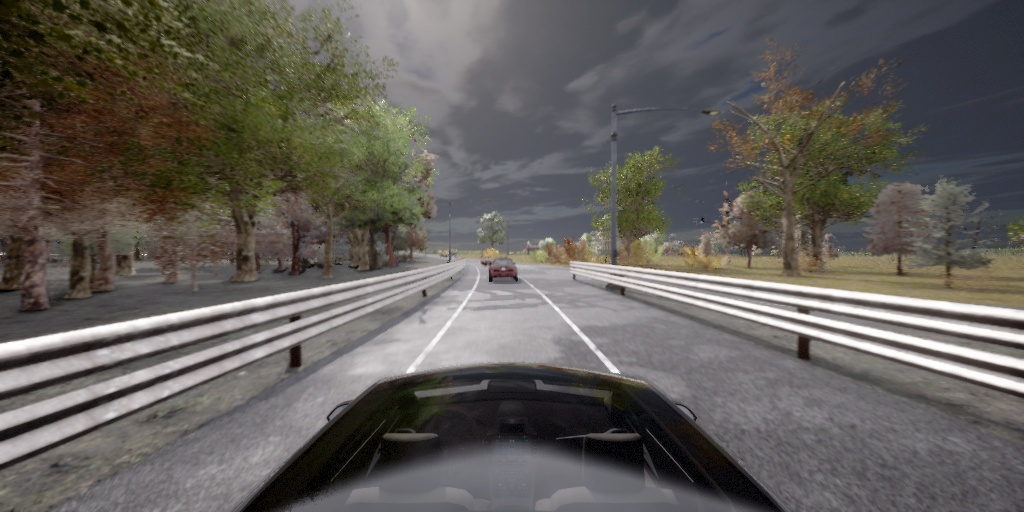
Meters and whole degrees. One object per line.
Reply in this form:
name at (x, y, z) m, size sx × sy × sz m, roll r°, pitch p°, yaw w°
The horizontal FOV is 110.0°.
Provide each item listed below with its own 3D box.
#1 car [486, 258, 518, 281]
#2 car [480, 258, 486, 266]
car at (-0.771, 0.927, 27.787) m, size 2.097 × 1.767 × 4.553 m, roll 0°, pitch 0°, yaw -4°
car at (-4.261, 0.951, 59.822) m, size 1.895 × 1.301 × 4.718 m, roll 0°, pitch 1°, yaw -9°
